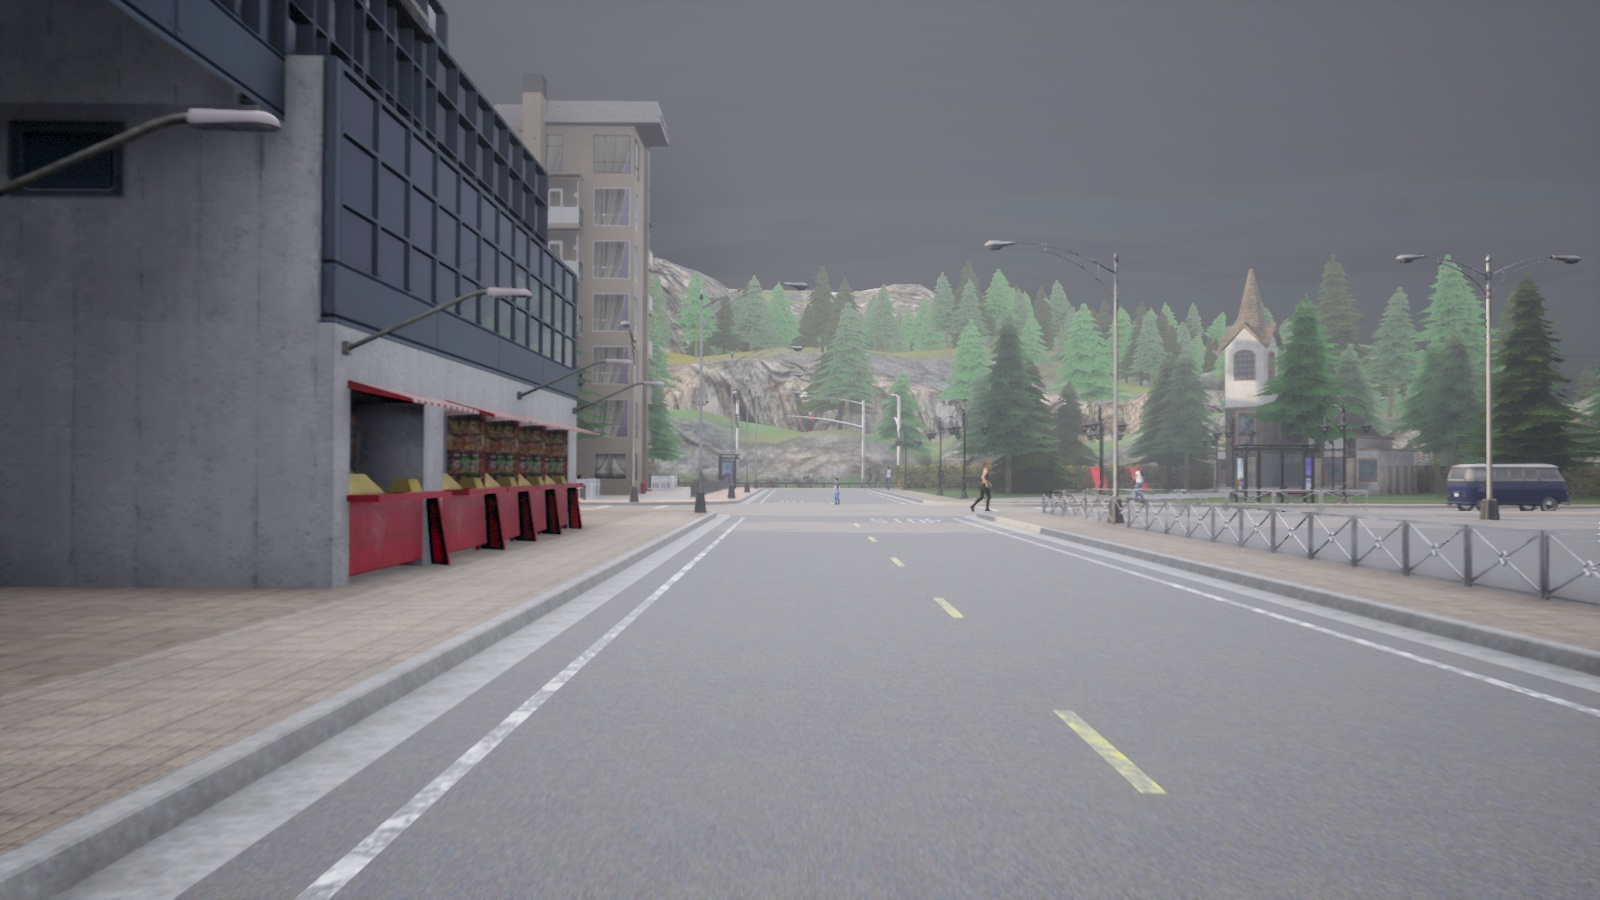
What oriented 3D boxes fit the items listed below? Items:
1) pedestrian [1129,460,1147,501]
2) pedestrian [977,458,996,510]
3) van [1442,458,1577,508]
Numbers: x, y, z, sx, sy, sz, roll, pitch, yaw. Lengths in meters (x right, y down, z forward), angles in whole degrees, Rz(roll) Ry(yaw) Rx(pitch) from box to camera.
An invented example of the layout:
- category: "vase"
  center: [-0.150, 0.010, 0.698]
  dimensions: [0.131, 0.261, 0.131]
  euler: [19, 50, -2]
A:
- category: "pedestrian"
  center: [15.442, 1.385, 57.426]
  dimensions: [0.706, 1.836, 0.354]
  euler: [0, -1, -9]
- category: "pedestrian"
  center: [6.641, 1.212, 44.747]
  dimensions: [0.594, 1.836, 0.345]
  euler: [0, -1, -10]
- category: "van"
  center: [28.509, 1.315, 50.535]
  dimensions: [4.442, 1.987, 1.775]
  euler: [0, -1, -1]
